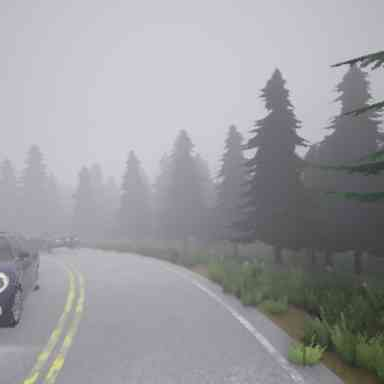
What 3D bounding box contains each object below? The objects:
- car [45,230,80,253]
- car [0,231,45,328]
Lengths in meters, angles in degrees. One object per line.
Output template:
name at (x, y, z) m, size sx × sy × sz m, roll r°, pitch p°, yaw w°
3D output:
car at (-9.758, 3.324, 22.891) m, size 5.357 × 1.411 × 2.033 m, roll -7°, pitch -5°, yaw 43°
car at (-4.672, 1.688, 7.260) m, size 2.097 × 1.767 × 4.553 m, roll -1°, pitch -4°, yaw -18°
